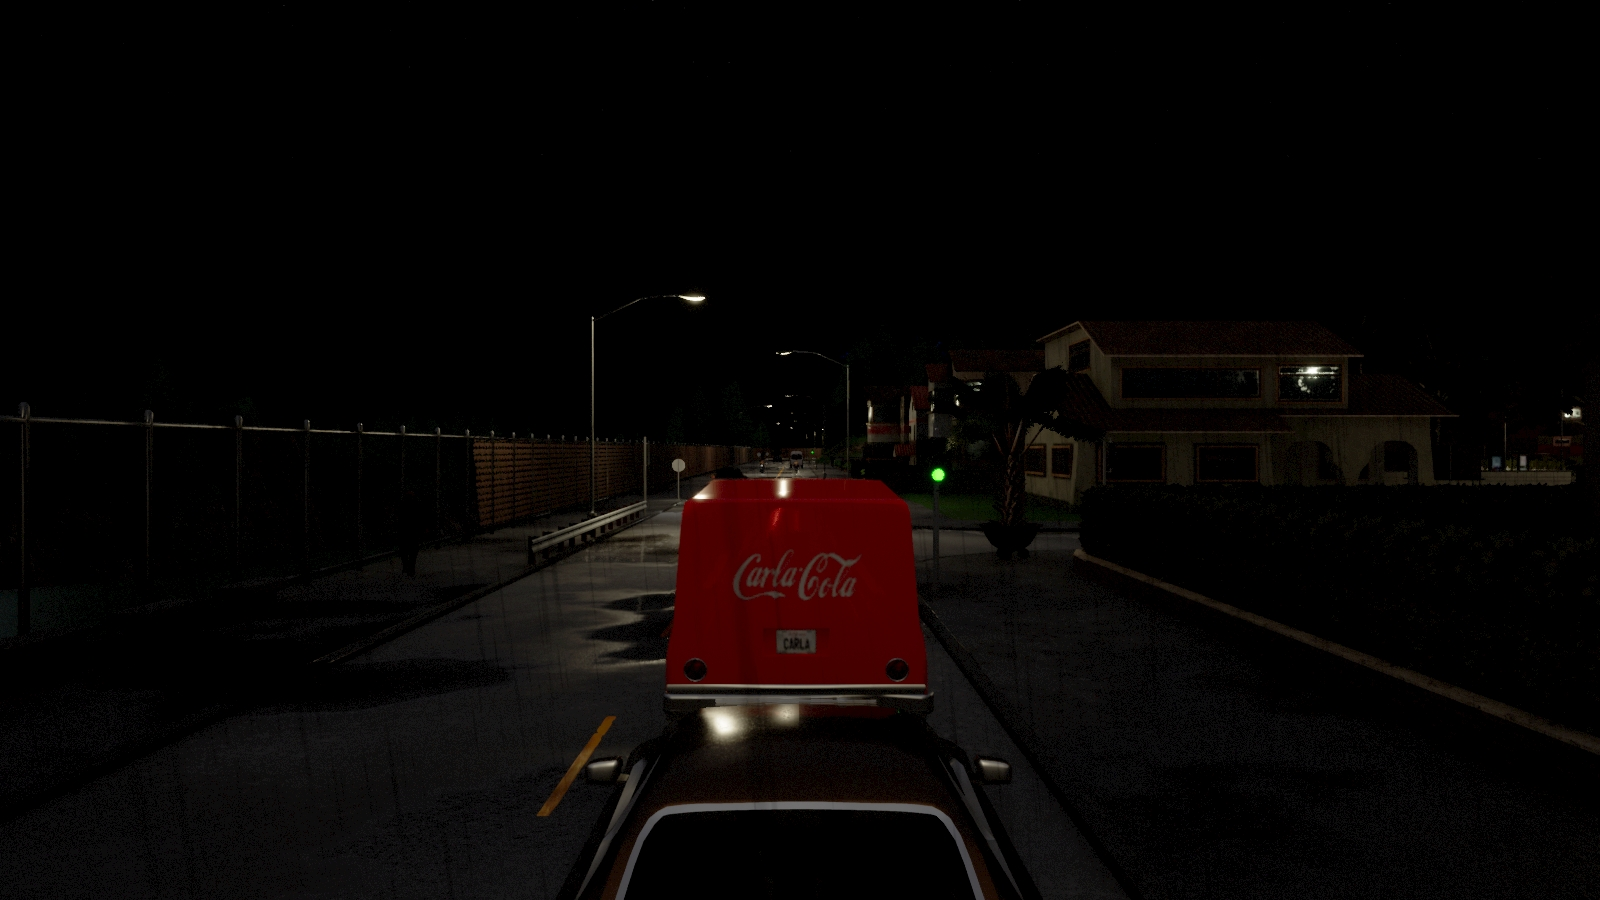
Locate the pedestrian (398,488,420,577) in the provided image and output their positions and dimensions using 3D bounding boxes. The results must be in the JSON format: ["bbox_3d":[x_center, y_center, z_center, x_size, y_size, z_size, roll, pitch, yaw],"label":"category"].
[{"bbox_3d":[-8.258,1.736,24.159,0.375,1.860,0.375,0,0,-8],"label":"pedestrian"}]

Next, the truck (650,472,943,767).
[{"bbox_3d":[-0.030,1.578,12.876,2.627,2.467,5.204,0,1,0],"label":"truck"}]

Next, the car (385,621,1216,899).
[{"bbox_3d":[-0.006,1.990,5.238,2.152,1.651,5.027,0,0,0],"label":"car"}]
